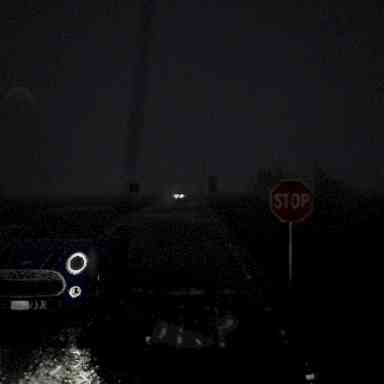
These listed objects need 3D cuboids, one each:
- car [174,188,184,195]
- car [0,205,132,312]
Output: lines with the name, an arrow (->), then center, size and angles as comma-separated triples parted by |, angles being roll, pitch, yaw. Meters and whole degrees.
car -> -2.728, -0.099, 70.295 | 2.128, 1.511, 4.902 | 0, 1, 0
car -> -2.747, 1.164, 7.548 | 2.097, 1.767, 4.553 | 0, 1, 0
